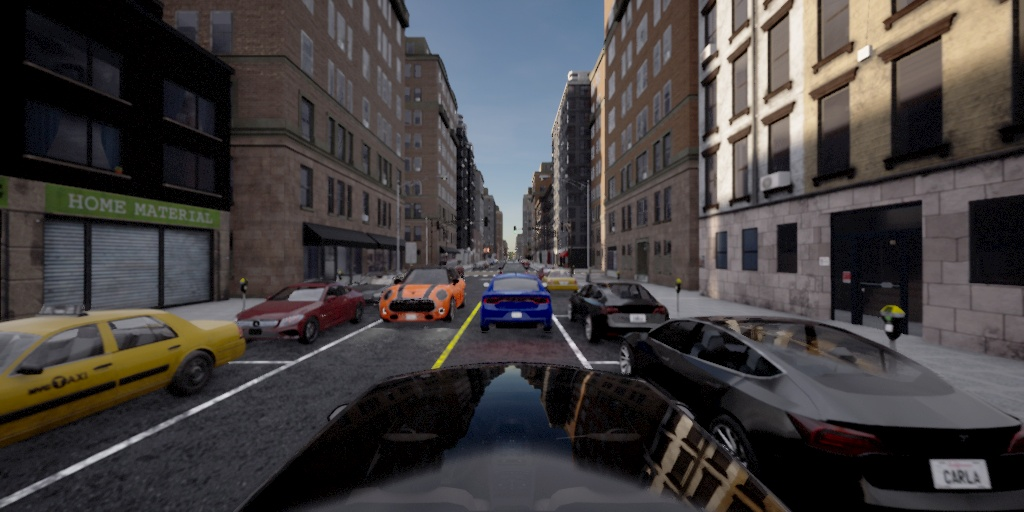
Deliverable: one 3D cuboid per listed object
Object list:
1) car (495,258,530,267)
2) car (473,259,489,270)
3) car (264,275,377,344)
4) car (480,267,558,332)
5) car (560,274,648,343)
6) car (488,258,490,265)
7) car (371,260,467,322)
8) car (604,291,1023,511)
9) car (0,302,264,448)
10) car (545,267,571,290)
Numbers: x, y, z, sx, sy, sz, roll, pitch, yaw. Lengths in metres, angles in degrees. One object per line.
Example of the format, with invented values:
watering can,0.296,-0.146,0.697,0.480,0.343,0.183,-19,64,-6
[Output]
car,0.121,1.185,25.154,2.097,1.767,4.553,0,0,0
car,-5.337,1.490,57.728,2.007,1.370,4.403,0,0,0
car,-5.383,1.362,9.613,1.802,1.307,4.207,0,0,0
car,0.108,1.263,11.077,1.882,1.535,5.008,0,0,0
car,2.642,1.346,9.597,1.948,1.339,4.313,0,0,0
car,-5.331,1.502,63.183,1.888,1.381,4.507,0,0,0
car,-2.837,1.142,12.370,2.097,1.767,4.553,0,0,0
car,2.637,1.325,4.184,1.948,1.339,4.313,0,0,0
car,-5.388,1.285,4.030,1.751,1.417,4.829,0,0,0
car,2.653,1.343,20.593,1.751,1.417,4.829,0,0,0
